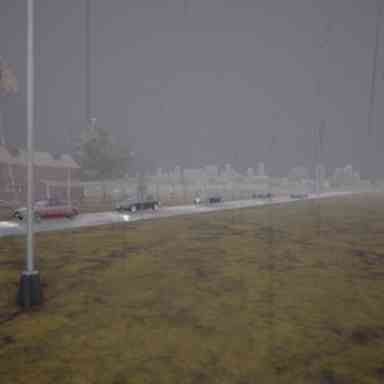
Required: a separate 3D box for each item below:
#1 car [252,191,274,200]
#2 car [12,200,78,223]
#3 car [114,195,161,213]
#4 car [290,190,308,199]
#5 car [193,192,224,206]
[{"bbox_3d":[11.074,0.479,51.988,1.895,1.301,4.718,1,2,36],"label":"car"},{"bbox_3d":[-10.050,1.265,22.965,1.994,1.385,4.181,1,2,36],"label":"car"},{"bbox_3d":[-4.849,1.028,30.124,1.837,1.490,4.892,1,2,36],"label":"car"},{"bbox_3d":[18.593,0.391,57.533,1.994,1.385,4.181,1,2,36],"label":"car"},{"bbox_3d":[2.065,0.774,39.673,2.128,1.511,4.902,1,2,36],"label":"car"}]
